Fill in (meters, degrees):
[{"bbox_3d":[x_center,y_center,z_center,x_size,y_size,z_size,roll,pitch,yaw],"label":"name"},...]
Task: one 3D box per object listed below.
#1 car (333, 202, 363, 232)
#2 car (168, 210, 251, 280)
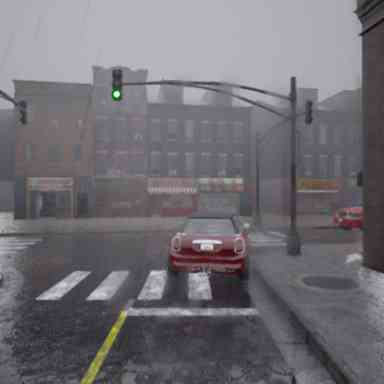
[{"bbox_3d":[11.044,1.235,19.161,5.566,2.045,2.150,0,0,-10],"label":"car"},{"bbox_3d":[0.712,1.367,10.256,2.097,1.767,4.553,0,0,9],"label":"car"}]
